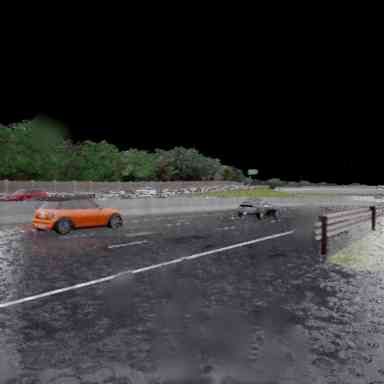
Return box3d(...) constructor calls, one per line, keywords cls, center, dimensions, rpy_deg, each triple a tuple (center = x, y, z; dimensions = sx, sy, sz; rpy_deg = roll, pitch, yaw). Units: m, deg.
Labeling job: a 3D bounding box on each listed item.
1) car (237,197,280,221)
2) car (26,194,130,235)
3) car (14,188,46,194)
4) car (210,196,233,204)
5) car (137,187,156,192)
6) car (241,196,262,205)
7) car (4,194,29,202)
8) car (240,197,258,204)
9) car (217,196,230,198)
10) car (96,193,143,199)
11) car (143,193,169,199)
box3d(cls="car", center=(5.390, 1.390, 26.515), dimensions=(2.128, 1.511, 4.902), rpy_deg=(1, 0, 37))
box3d(cls="car", center=(-5.828, 1.138, 17.544), dimensions=(2.097, 1.767, 4.553), rpy_deg=(1, 0, 37))
box3d(cls="car", center=(-21.583, 0.563, 43.462), dimensions=(2.150, 2.045, 5.566), rpy_deg=(1, 1, 21))
box3d(cls="car", center=(5.548, 1.476, 61.590), dimensions=(1.837, 1.490, 4.892), rpy_deg=(1, -1, 37))
box3d(cls="car", center=(-9.921, -0.044, 72.209), dimensions=(2.150, 2.045, 5.566), rpy_deg=(1, 2, 23))
box3d(cls="car", center=(11.351, 1.610, 63.470), dimensions=(1.837, 1.490, 4.892), rpy_deg=(1, 0, 38))
box3d(cls="car", center=(-16.155, 1.185, 33.199), dimensions=(1.895, 1.301, 4.718), rpy_deg=(1, 0, 37))
box3d(cls="car", center=(12.115, 1.737, 70.215), dimensions=(1.994, 1.385, 4.181), rpy_deg=(1, -1, 37))
box3d(cls="car", center=(5.015, 1.473, 55.146), dimensions=(2.033, 1.411, 5.357), rpy_deg=(1, 0, 39))
box3d(cls="car", center=(-8.315, 1.183, 37.723), dimensions=(1.837, 1.490, 4.892), rpy_deg=(1, 1, 37))
box3d(cls="car", center=(-5.183, 1.233, 47.587), dimensions=(1.837, 1.490, 4.892), rpy_deg=(1, 0, 38))
